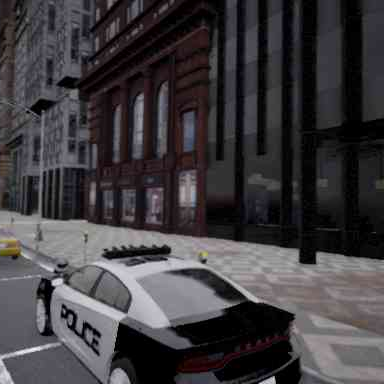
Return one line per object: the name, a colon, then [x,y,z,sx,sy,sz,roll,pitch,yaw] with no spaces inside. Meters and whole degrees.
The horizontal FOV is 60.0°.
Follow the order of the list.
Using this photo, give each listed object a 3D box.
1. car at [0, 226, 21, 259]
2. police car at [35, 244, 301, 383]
car: [-8.398,1.962,13.834,1.752,1.417,4.829,3,-3,-39]
police car: [-0.922,1.630,5.082,1.930,1.638,5.238,3,-3,-39]
